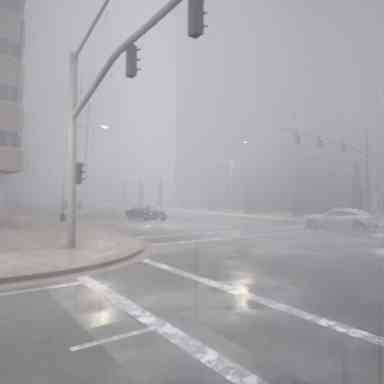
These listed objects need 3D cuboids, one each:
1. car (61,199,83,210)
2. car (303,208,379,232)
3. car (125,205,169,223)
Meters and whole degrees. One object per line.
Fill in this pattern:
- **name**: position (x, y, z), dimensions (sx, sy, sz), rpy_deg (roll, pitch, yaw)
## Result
- **car**: position (-16.575, 1.706, 45.930), dimensions (1.882, 1.535, 5.008), rpy_deg (1, -1, -36)
- **car**: position (9.836, 1.819, 22.214), dimensions (4.674, 1.442, 1.812), rpy_deg (-1, 0, 37)
- **car**: position (-3.914, 1.828, 28.441), dimensions (1.895, 1.301, 4.718), rpy_deg (1, -1, -36)
